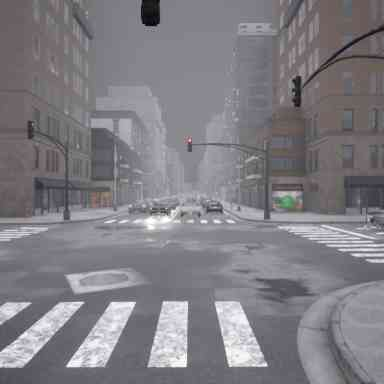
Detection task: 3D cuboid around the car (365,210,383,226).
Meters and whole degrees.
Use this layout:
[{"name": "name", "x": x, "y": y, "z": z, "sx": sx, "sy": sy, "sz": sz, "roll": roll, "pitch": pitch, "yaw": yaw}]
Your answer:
[{"name": "car", "x": 13.384, "y": 1.442, "z": 20.591, "sx": 4.902, "sy": 1.511, "sz": 2.128, "roll": 0, "pitch": 0, "yaw": 0}]

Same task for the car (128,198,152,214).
[{"name": "car", "x": -5.661, "y": 1.480, "z": 36.098, "sx": 1.967, "sy": 1.590, "sz": 4.097, "roll": 0, "pitch": 0, "yaw": 0}]

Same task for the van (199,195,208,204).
[{"name": "van", "x": 2.429, "y": 1.453, "z": 69.146, "sx": 1.690, "sy": 1.788, "sz": 3.998, "roll": 0, "pitch": 0, "yaw": 0}]

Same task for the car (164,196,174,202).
[{"name": "car", "x": -5.574, "y": 1.694, "z": 80.183, "sx": 2.008, "sy": 1.369, "sz": 4.403, "roll": 0, "pitch": 0, "yaw": 0}]

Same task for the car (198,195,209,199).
[{"name": "car", "x": 2.397, "y": 1.637, "z": 52.614, "sx": 1.947, "sy": 1.339, "sz": 4.313, "roll": 0, "pitch": 0, "yaw": 0}]

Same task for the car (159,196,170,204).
[{"name": "car", "x": -5.596, "y": 1.552, "z": 69.162, "sx": 1.967, "sy": 1.590, "sz": 4.097, "roll": 0, "pitch": 0, "yaw": 0}]

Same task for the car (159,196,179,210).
[{"name": "car", "x": -3.105, "y": 1.617, "z": 43.438, "sx": 1.994, "sy": 1.385, "sz": 4.181, "roll": 0, "pitch": 0, "yaw": 1}]

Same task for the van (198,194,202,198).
[{"name": "van", "x": 2.408, "y": 1.424, "z": 58.125, "sx": 1.690, "sy": 1.788, "sz": 3.998, "roll": 0, "pitch": 0, "yaw": 0}]

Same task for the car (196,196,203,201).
[{"name": "car", "x": 2.061, "y": 1.698, "z": 90.050, "sx": 1.812, "sy": 1.442, "sz": 4.674, "roll": 0, "pitch": 0, "yaw": 0}]

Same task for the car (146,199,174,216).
[{"name": "car", "x": -3.129, "y": 1.637, "z": 33.460, "sx": 1.895, "sy": 1.301, "sz": 4.718, "roll": 0, "pitch": 0, "yaw": 0}]

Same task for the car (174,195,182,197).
[{"name": "car", "x": -3.078, "y": 1.636, "z": 53.397, "sx": 1.994, "sy": 1.385, "sz": 4.181, "roll": 0, "pitch": 0, "yaw": 0}]

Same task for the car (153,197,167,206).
[{"name": "car", "x": -5.617, "y": 1.634, "z": 58.140, "sx": 2.008, "sy": 1.369, "sz": 4.403, "roll": 0, "pitch": 0, "yaw": 0}]

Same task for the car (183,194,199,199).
[{"name": "car", "x": -0.119, "y": 1.589, "z": 63.430, "sx": 2.128, "sy": 1.511, "sz": 4.902, "roll": 0, "pitch": 0, "yaw": 0}]

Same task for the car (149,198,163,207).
[{"name": "car", "x": -5.628, "y": 1.653, "z": 52.629, "sx": 1.802, "sy": 1.307, "sz": 4.206, "roll": 0, "pitch": 0, "yaw": 0}]

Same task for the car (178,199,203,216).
[{"name": "car", "x": -0.149, "y": 1.635, "z": 32.747, "sx": 1.895, "sy": 1.301, "sz": 4.718, "roll": 0, "pitch": 0, "yaw": 0}]

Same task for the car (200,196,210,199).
[{"name": "car", "x": 2.386, "y": 1.641, "z": 47.103, "sx": 1.802, "sy": 1.307, "sz": 4.206, "roll": 0, "pitch": 0, "yaw": 0}]

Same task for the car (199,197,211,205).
[{"name": "car", "x": 2.418, "y": 1.647, "z": 63.635, "sx": 2.008, "sy": 1.369, "sz": 4.403, "roll": 0, "pitch": 0, "yaw": 0}]

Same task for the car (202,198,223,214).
[{"name": "car", "x": 2.364, "y": 1.606, "z": 36.081, "sx": 1.947, "sy": 1.339, "sz": 4.313, "roll": 0, "pitch": 0, "yaw": 0}]
